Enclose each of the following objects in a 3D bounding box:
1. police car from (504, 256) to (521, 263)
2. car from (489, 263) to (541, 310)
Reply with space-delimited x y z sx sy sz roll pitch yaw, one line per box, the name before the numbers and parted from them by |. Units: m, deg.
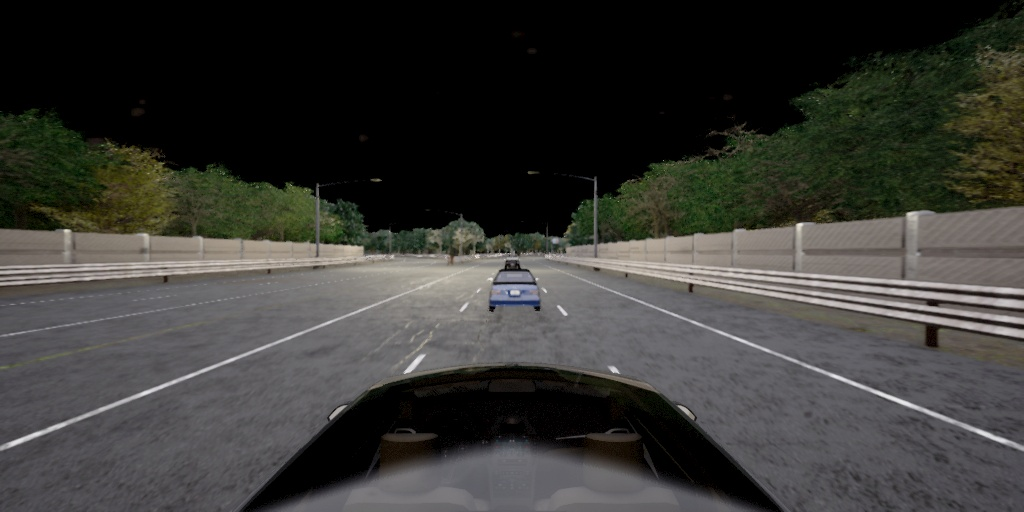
police car | 0.061 0.752 44.640 1.930 1.638 5.238 0 1 0
car | 0.091 1.178 13.849 2.033 1.411 5.357 0 1 0
